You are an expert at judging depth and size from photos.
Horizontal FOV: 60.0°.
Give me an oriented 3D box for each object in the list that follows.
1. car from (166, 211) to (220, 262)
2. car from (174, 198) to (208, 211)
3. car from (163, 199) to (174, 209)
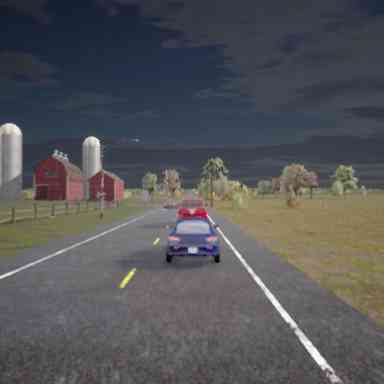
[{"bbox_3d":[0.051,1.667,12.604,1.812,1.442,4.674,0,-1,1],"label":"car"},{"bbox_3d":[0.039,1.509,26.138,2.150,2.045,5.566,0,0,1],"label":"car"},{"bbox_3d":[-3.537,1.935,55.154,2.097,1.767,4.553,0,-1,1],"label":"car"}]
